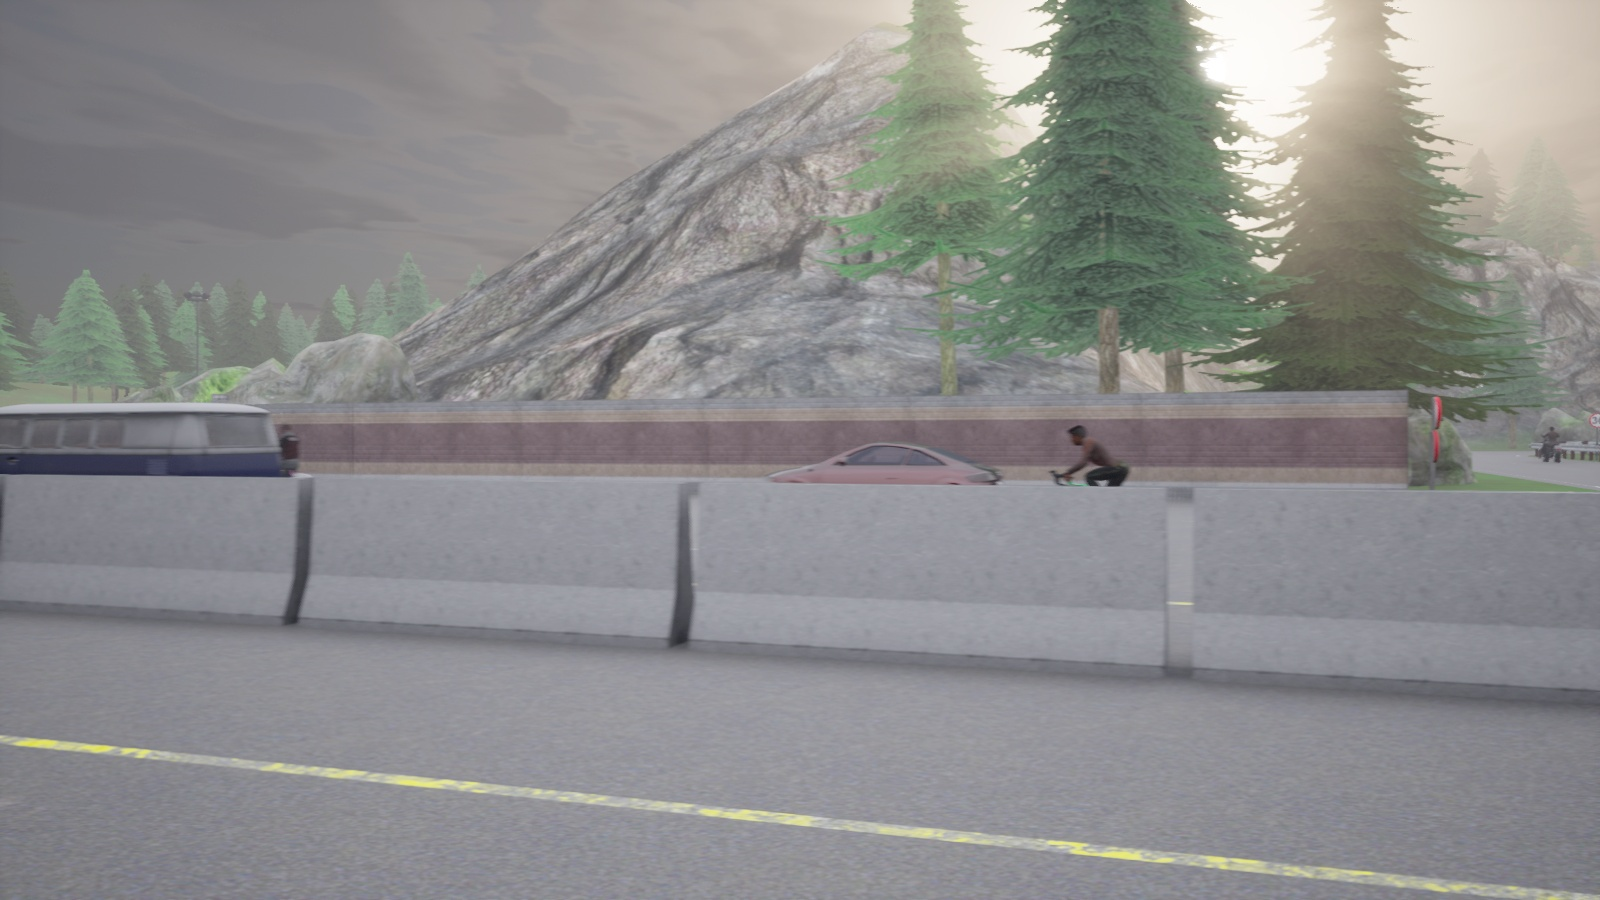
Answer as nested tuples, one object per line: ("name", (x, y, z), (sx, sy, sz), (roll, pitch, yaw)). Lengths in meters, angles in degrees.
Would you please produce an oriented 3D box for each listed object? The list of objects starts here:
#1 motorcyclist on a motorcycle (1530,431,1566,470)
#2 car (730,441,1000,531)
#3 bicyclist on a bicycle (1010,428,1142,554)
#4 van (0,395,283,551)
("motorcyclist on a motorcycle", (33.144, 0.009, 55.655), (0.766, 1.649, 2.350), (0, 1, 16))
("car", (1.124, 0.552, 21.280), (4.181, 1.385, 1.994), (1, 1, 19))
("bicyclist on a bicycle", (3.680, 0.525, 16.726), (1.656, 1.620, 0.582), (0, 1, 19))
("van", (-9.653, 0.259, 17.519), (4.442, 1.987, 1.775), (0, 1, 19))
